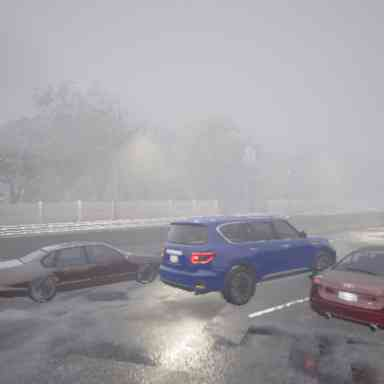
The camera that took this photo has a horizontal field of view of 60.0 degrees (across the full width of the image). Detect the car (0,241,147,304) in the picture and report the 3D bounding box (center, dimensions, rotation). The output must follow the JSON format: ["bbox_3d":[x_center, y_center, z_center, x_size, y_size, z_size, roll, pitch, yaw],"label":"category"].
[{"bbox_3d":[-3.286,2.230,10.091,5.357,1.411,2.033,0,-4,-36],"label":"car"}]

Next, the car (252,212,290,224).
[{"bbox_3d":[11.094,3.621,46.427,5.357,1.411,2.033,0,-4,-35],"label":"car"}]

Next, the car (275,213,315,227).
[{"bbox_3d":[11.948,3.217,38.453,4.718,1.301,1.895,0,-4,-36],"label":"car"}]

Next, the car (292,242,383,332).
[{"bbox_3d":[4.346,1.791,6.969,4.181,1.385,1.994,0,-4,-36],"label":"car"}]

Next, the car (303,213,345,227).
[{"bbox_3d":[14.301,2.988,35.841,4.718,1.301,1.895,0,-4,-36],"label":"car"}]

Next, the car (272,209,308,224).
[{"bbox_3d":[12.857,3.197,43.412,4.553,1.767,2.097,0,-4,-35],"label":"car"}]

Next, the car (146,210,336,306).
[{"bbox_3d":[1.757,1.677,9.437,5.566,2.045,2.150,0,-4,-36],"label":"car"}]
